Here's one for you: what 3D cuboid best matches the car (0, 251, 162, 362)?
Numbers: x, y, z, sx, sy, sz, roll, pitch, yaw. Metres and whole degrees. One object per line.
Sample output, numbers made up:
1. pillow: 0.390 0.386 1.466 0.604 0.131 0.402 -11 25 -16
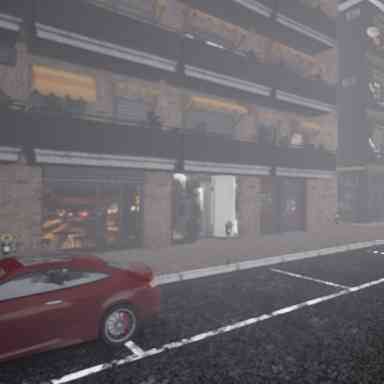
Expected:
1. car: -2.443 1.585 4.815 4.206 1.307 1.802 0 0 -35
